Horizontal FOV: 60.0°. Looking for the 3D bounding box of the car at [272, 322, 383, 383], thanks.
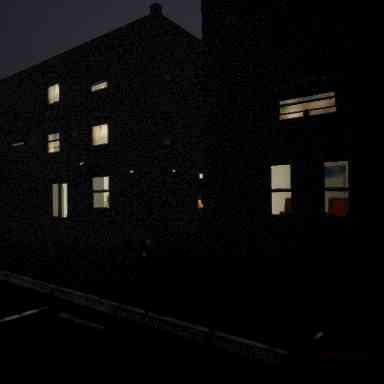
[{"bbox_3d":[2.642,1.311,1.009,5.009,1.841,2.192,0,-1,36],"label":"car"}]
